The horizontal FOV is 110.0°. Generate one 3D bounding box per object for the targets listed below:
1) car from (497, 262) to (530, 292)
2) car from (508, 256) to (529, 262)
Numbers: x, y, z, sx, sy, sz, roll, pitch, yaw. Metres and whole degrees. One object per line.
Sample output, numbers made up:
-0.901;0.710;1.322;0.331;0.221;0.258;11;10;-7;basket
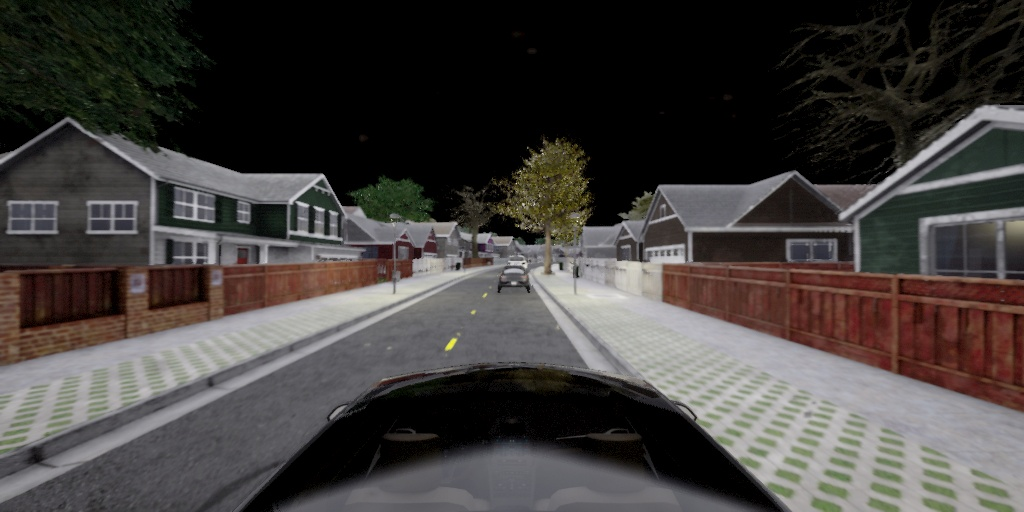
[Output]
0.104;1.282;21.272;1.812;1.442;4.674;0;0;0;car
0.700;0.985;41.624;2.150;2.045;5.566;0;0;4;car
